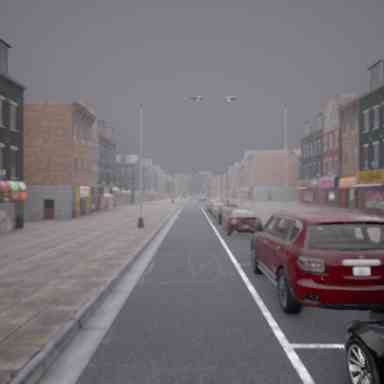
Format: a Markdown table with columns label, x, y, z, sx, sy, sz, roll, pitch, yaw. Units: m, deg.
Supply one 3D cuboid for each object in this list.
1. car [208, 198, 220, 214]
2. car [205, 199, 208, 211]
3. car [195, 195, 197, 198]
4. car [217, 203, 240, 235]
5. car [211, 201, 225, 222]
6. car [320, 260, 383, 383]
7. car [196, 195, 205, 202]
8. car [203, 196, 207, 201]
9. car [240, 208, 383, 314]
| label | x | y | z | sx | sy | sz | roll | pitch | yaw |
| --- | --- | --- | --- | --- | --- | --- | --- | --- | --- |
| car | 2.646 | 1.548 | 29.592 | 1.752 | 1.417 | 4.829 | 0 | 0 | 0 |
| car | 2.648 | 1.616 | 34.889 | 1.802 | 1.307 | 4.206 | 0 | 0 | 0 |
| car | 2.664 | 1.590 | 88.568 | 2.192 | 1.841 | 5.009 | -1 | 0 | 0 |
| car | 2.643 | 1.551 | 18.488 | 1.887 | 1.381 | 4.507 | 0 | 0 | 0 |
| car | 2.645 | 1.579 | 23.954 | 1.947 | 1.339 | 4.313 | 0 | 0 | 0 |
| car | 2.637 | 1.565 | 2.087 | 1.947 | 1.339 | 4.313 | 0 | 0 | 0 |
| car | 2.663 | 1.681 | 83.165 | 1.967 | 1.590 | 4.097 | -1 | 0 | 0 |
| car | 2.650 | 1.487 | 40.355 | 1.967 | 1.590 | 4.097 | 0 | 0 | 0 |
| car | 2.638 | 1.314 | 7.553 | 2.192 | 1.841 | 5.009 | 0 | 0 | 0 |
